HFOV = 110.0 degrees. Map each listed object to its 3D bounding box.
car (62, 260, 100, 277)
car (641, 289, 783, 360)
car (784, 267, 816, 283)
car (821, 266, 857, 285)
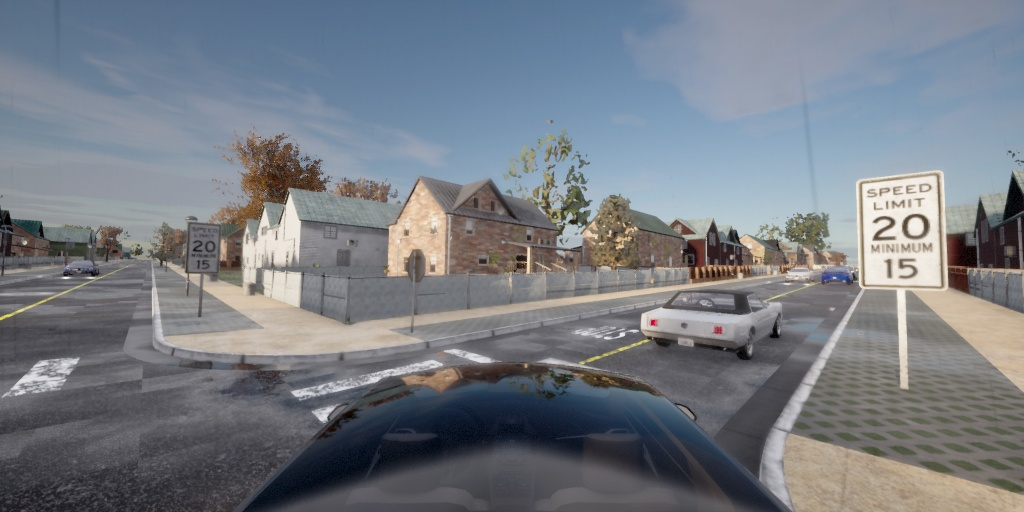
[{"bbox_3d":[-40.005,1.129,33.407,4.674,1.442,1.812,0,-3,45],"label":"car"},{"bbox_3d":[5.025,1.441,8.633,4.718,1.301,1.895,1,-2,-44],"label":"car"},{"bbox_3d":[28.324,1.855,35.208,4.674,1.442,1.812,1,-2,-44],"label":"car"},{"bbox_3d":[28.916,1.720,31.861,5.008,1.535,1.882,1,-2,-44],"label":"car"}]
